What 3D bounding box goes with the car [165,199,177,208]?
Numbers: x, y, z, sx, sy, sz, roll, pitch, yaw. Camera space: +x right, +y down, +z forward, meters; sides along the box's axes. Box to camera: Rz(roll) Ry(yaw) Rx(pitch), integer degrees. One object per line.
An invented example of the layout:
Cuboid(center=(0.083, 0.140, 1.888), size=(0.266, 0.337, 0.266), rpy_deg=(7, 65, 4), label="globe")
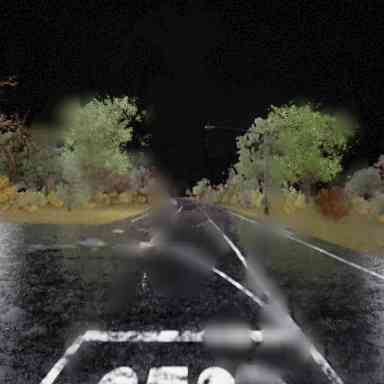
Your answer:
Cuboid(center=(-3.790, 2.069, 61.289), size=(2.097, 1.767, 4.553), rpy_deg=(0, -1, -1), label="car")
